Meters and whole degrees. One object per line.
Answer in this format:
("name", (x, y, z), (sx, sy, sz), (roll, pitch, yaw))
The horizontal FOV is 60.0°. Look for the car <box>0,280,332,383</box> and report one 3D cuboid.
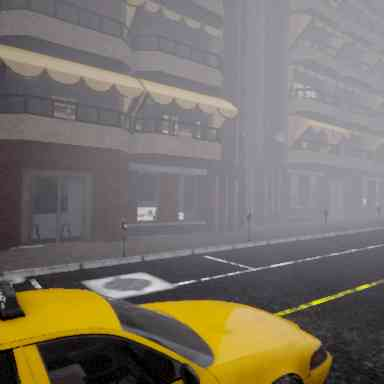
("car", (-1.061, 1.456, 2.523), (5.366, 1.575, 1.801), (0, 0, -35))
